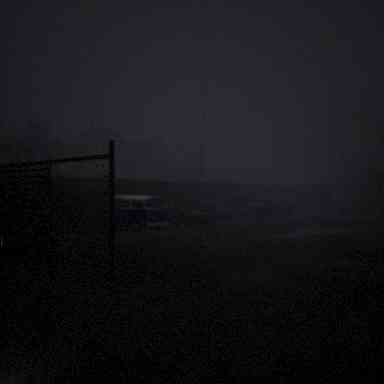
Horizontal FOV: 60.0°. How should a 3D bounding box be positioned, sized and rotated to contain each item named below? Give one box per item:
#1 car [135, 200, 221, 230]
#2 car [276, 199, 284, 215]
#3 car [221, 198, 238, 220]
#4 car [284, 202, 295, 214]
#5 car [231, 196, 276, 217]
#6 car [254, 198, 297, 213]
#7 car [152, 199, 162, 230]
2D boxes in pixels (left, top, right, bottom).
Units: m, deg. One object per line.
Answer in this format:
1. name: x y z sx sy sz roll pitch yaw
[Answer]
1. car: -1.027 1.505 22.253 5.357 1.415 2.033 0 0 36
2. car: 7.049 1.480 31.179 2.207 1.379 1.481 0 0 36
3. car: 1.358 1.445 26.299 3.633 1.501 1.845 0 0 36
4. car: 7.790 1.377 33.267 4.611 1.667 2.242 0 0 36
5. car: 5.088 1.272 29.923 3.866 1.878 1.905 0 0 36
6. car: 9.034 1.447 36.276 4.193 1.474 1.816 0 0 36
7. car: -0.765 1.433 22.344 1.789 1.547 3.705 0 0 36
